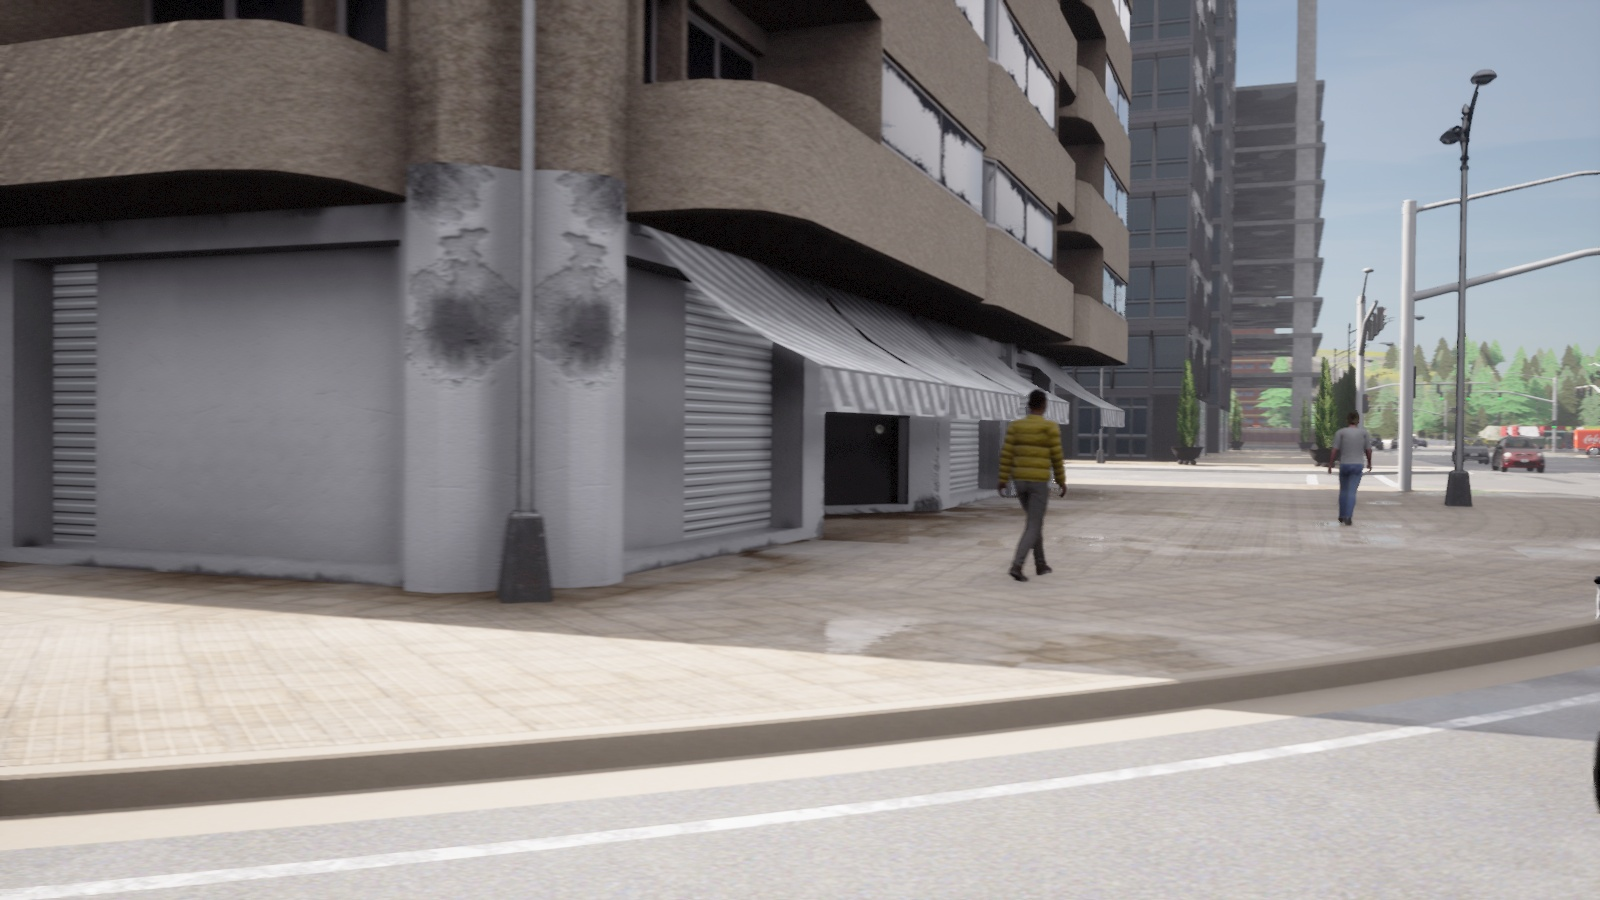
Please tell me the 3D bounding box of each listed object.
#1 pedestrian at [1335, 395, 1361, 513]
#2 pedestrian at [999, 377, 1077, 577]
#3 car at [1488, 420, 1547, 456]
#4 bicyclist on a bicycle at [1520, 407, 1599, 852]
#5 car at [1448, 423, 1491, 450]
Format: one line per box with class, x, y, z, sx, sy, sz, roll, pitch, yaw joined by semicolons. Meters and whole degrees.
pedestrian;8.736;0.059;20.032;0.354;1.836;0.706;0;1;23
pedestrian;2.271;0.246;11.960;0.431;1.840;0.709;0;1;39
car;33.218;-0.557;58.234;1.851;1.617;3.988;0;1;21
bicyclist on a bicycle;3.628;0.636;4.945;1.656;1.620;0.582;-1;1;-29
car;39.395;-0.785;73.973;1.789;1.549;3.705;0;1;21
